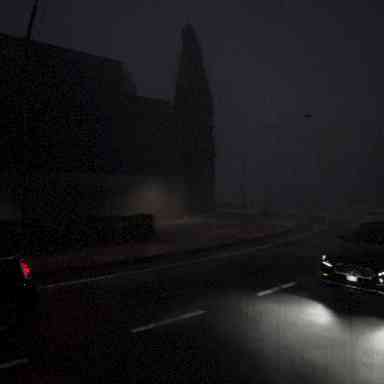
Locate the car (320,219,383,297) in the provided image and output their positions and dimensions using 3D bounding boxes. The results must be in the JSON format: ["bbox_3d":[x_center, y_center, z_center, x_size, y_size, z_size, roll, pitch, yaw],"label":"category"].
[{"bbox_3d":[4.949,1.454,8.159,4.892,1.490,1.837,0,0,-42],"label":"car"}]

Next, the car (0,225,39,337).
[{"bbox_3d":[-4.862,1.359,4.929,4.553,1.767,2.097,0,0,-37],"label":"car"}]

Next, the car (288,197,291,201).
[{"bbox_3d":[17.078,1.228,65.911,2.033,1.411,5.357,0,0,-33],"label":"car"}]

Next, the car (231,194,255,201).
[{"bbox_3d":[11.221,1.222,73.860,2.033,1.411,5.357,0,0,-37],"label":"car"}]

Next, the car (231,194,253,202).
[{"bbox_3d":[10.061,1.255,69.593,1.994,1.385,4.181,0,0,-37],"label":"car"}]

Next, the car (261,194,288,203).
[{"bbox_3d":[15.081,1.208,62.499,1.837,1.490,4.892,0,0,-33],"label":"car"}]
